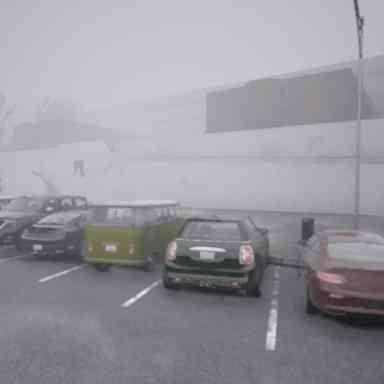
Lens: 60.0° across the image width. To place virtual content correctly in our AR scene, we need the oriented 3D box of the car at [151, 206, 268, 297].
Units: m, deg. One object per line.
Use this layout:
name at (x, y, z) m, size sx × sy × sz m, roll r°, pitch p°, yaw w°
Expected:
car at (0.872, 1.336, 8.825) m, size 2.185 × 1.767 × 4.553 m, roll 0°, pitch -1°, yaw 15°

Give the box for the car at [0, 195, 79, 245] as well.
car at (-6.405, 1.152, 14.022) m, size 2.435 × 2.045 × 5.566 m, roll 1°, pitch 0°, yaw 15°

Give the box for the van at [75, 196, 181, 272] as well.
van at (-1.518, 1.218, 10.700) m, size 1.878 × 1.987 × 4.442 m, roll 0°, pitch -1°, yaw 15°

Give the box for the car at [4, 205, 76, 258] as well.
car at (-3.980, 1.424, 12.312) m, size 2.231 × 1.521 × 4.892 m, roll 0°, pitch -1°, yaw 15°

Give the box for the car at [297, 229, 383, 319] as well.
car at (3.305, 1.521, 7.119) m, size 2.002 × 1.452 × 4.674 m, roll 0°, pitch -1°, yaw 15°
